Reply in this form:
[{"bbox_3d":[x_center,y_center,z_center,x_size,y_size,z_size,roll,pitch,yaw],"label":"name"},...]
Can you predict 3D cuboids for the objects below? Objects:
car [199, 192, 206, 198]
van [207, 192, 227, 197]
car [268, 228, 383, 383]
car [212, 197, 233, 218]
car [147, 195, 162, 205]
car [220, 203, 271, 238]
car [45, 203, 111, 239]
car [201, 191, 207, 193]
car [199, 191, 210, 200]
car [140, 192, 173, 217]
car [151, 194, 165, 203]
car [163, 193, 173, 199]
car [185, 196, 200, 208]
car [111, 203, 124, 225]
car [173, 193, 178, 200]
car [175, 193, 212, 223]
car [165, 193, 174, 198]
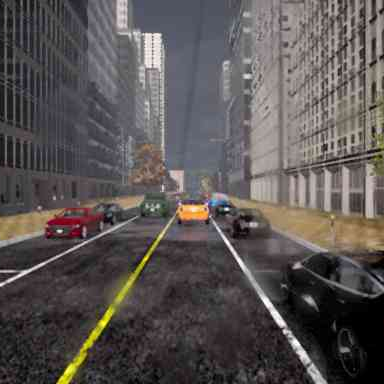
[{"bbox_3d":[2.688,0.851,85.011,1.752,1.417,4.829,0,1,0],"label":"car"},{"bbox_3d":[2.691,1.093,33.614,1.690,1.788,3.998,0,0,0],"label":"van"},{"bbox_3d":[2.692,1.528,5.154,1.947,1.339,4.313,0,0,0],"label":"car"},{"bbox_3d":[2.691,1.361,27.921,1.947,1.339,4.313,0,0,0],"label":"car"},{"bbox_3d":[-5.691,1.142,50.530,1.752,1.417,4.829,0,0,0],"label":"car"},{"bbox_3d":[2.691,1.446,16.537,1.947,1.339,4.313,0,0,0],"label":"car"},{"bbox_3d":[-5.689,1.425,16.545,1.887,1.381,4.507,0,0,0],"label":"car"},{"bbox_3d":[2.690,0.837,62.072,2.192,1.841,5.009,0,0,0],"label":"car"},{"bbox_3d":[2.690,0.741,73.456,2.192,1.841,5.009,0,0,0],"label":"car"},{"bbox_3d":[-3.102,1.007,28.842,2.150,2.045,5.566,0,1,0],"label":"car"},{"bbox_3d":[-5.691,1.119,56.393,2.008,1.369,4.403,0,0,0],"label":"car"},{"bbox_3d":[-5.692,0.928,79.162,2.008,1.369,4.403,0,0,0],"label":"car"},{"bbox_3d":[0.098,1.212,41.951,1.812,1.442,4.674,0,1,0],"label":"car"},{"bbox_3d":[-5.690,1.404,22.238,1.947,1.339,4.313,0,0,0],"label":"car"},{"bbox_3d":[-3.005,0.965,70.285,1.812,1.442,4.674,0,0,0],"label":"car"},{"bbox_3d":[0.099,1.179,23.585,2.097,1.767,4.553,0,0,0],"label":"car"},{"bbox_3d":[-5.693,0.893,84.854,1.947,1.339,4.313,0,0,0],"label":"car"}]
